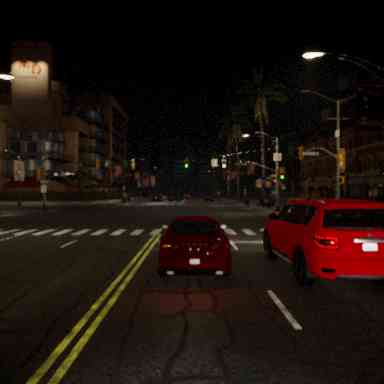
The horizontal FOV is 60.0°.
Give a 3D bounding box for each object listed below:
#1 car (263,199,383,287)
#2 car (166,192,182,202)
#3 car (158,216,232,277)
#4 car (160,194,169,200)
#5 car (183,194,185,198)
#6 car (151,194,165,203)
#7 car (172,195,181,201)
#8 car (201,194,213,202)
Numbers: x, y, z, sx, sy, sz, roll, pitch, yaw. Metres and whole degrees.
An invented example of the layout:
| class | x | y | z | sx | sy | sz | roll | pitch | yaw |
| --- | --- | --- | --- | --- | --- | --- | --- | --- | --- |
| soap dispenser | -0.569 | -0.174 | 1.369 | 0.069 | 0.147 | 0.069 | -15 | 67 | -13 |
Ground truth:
| class | x | y | z | sx | sy | sz | roll | pitch | yaw |
| --- | --- | --- | --- | --- | --- | --- | --- | --- | --- |
| car | 3.572 | 1.201 | 9.361 | 2.150 | 2.045 | 5.566 | 0 | 0 | 0 |
| car | -3.604 | 1.079 | 68.446 | 2.150 | 2.045 | 5.566 | 0 | 0 | 0 |
| car | 0.073 | 1.456 | 10.217 | 1.882 | 1.535 | 5.008 | 0 | 0 | 0 |
| car | -7.131 | 1.320 | 86.123 | 1.837 | 1.490 | 4.892 | 0 | 0 | 0 |
| car | -3.638 | 1.368 | 87.967 | 1.994 | 1.385 | 4.181 | 0 | 0 | 0 |
| car | -7.103 | 1.421 | 67.686 | 1.994 | 1.385 | 4.181 | 0 | 0 | 0 |
| car | -3.619 | 1.361 | 78.163 | 1.812 | 1.442 | 4.674 | 0 | 0 | 0 |
| car | 3.435 | 1.450 | 70.076 | 1.895 | 1.301 | 4.718 | 0 | 0 | 0 |
